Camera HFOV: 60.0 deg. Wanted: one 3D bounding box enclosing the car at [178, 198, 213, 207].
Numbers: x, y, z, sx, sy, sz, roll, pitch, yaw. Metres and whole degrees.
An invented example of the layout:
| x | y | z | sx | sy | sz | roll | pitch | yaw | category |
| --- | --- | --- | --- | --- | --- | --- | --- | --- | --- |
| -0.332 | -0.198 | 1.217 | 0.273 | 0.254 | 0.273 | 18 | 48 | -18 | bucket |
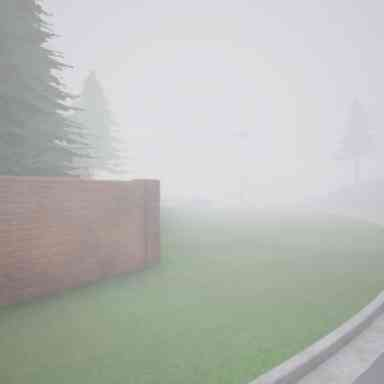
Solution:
| x | y | z | sx | sy | sz | roll | pitch | yaw | category |
| --- | --- | --- | --- | --- | --- | --- | --- | --- | --- |
| 0.582 | 1.653 | 52.000 | 5.357 | 1.411 | 2.033 | 0 | 0 | 12 | car |
